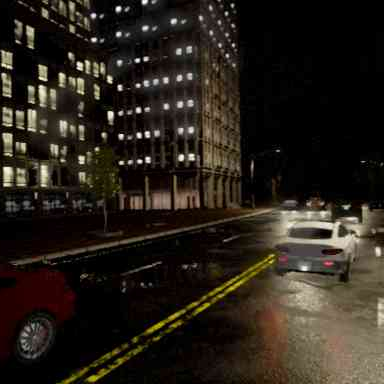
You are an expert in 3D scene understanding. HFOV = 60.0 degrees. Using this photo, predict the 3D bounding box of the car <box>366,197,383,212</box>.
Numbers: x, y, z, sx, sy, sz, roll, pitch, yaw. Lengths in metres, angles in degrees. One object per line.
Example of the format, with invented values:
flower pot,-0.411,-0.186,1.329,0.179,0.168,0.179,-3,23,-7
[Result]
car,21.299,1.507,38.195,2.033,1.411,5.357,-1,-1,24

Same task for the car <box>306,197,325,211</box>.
car,15.753,1.474,42.254,2.097,1.767,4.553,-2,-1,23

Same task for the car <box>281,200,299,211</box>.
car,13.171,1.749,44.409,2.033,1.411,5.357,-1,-1,23

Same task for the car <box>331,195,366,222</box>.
car,12.277,1.242,26.379,2.150,2.045,5.566,-1,-1,26

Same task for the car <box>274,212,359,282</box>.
car,3.764,1.551,9.890,1.812,1.442,4.674,-2,-1,29

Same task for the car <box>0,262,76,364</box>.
car,-3.559,1.644,3.888,1.812,1.442,4.674,-2,-1,30
